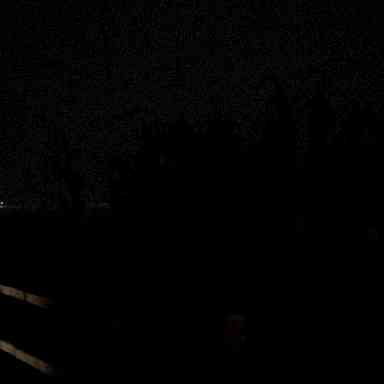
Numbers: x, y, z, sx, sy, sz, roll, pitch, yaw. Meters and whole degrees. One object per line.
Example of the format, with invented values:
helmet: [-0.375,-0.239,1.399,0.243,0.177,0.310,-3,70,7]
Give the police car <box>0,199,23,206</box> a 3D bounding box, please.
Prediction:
police car: [-42.103,2.436,77.446,1.930,1.638,5.238,1,-1,36]
